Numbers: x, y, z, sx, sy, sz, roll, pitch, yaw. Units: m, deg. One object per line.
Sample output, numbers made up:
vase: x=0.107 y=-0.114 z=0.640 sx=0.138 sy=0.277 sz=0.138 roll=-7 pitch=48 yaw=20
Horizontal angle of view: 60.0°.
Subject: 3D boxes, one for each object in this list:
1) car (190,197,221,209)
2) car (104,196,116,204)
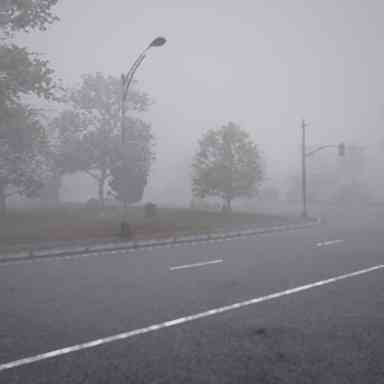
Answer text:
car: x=1.563 y=1.277 z=40.808 sx=1.812 sy=1.442 sz=4.674 roll=-2 pitch=2 yaw=-39
car: x=-14.231 y=1.419 z=60.433 sx=2.033 sy=1.411 sz=5.357 roll=-2 pitch=1 yaw=-39
